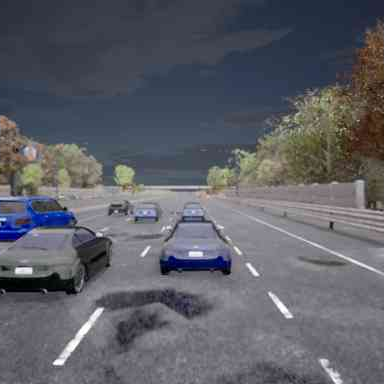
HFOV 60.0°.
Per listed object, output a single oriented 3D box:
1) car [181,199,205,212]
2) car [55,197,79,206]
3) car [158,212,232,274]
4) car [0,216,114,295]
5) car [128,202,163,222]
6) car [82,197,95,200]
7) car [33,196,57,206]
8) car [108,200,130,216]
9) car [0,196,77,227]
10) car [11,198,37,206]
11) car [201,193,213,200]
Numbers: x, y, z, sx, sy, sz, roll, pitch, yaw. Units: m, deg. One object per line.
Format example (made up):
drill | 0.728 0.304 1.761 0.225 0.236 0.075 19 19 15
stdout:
car | 0.097 1.554 27.090 2.033 1.411 5.357 0 0 0
car | -21.036 1.574 56.312 2.033 1.411 5.357 0 0 1
car | 0.098 1.564 10.549 1.994 1.385 4.181 0 0 0
car | -3.400 1.563 8.725 1.994 1.385 4.181 0 0 0
car | -3.402 1.553 26.644 2.033 1.411 5.357 0 0 0
car | -17.542 1.574 56.408 2.033 1.411 5.357 0 0 1
car | -24.547 1.530 55.753 1.837 1.490 4.892 0 0 1
car | -6.903 1.514 32.735 1.837 1.490 4.892 0 0 0
car | -6.903 1.222 14.481 2.150 2.045 5.566 0 0 0
car | -28.035 1.626 55.577 1.895 1.301 4.718 0 0 1
car | 3.490 1.336 73.334 1.882 1.535 5.008 0 0 0
